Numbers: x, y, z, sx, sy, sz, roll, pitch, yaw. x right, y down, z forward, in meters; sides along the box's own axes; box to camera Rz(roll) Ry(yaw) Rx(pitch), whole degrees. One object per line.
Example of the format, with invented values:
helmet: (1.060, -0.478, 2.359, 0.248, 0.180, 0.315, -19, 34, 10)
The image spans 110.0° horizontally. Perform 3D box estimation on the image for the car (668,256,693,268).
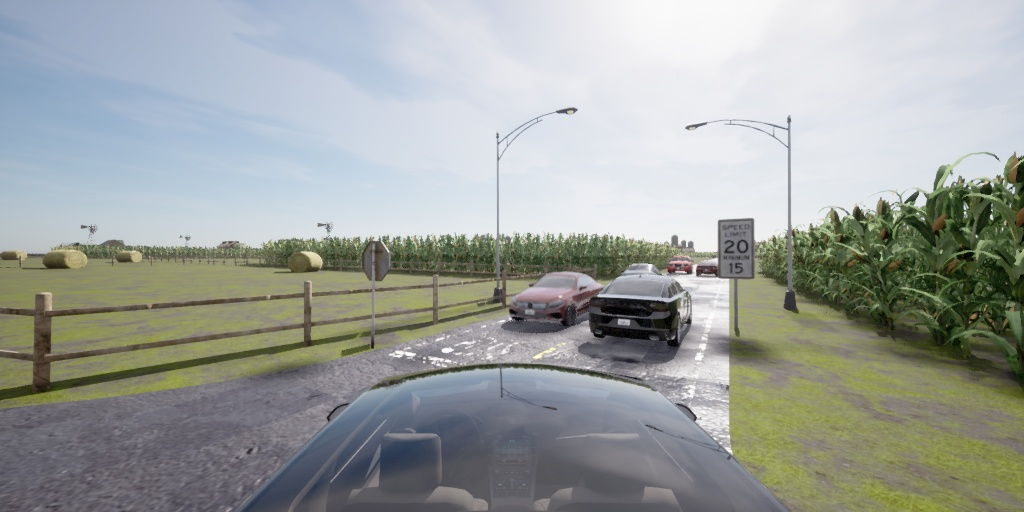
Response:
car: (19.015, 0.987, 40.357, 2.150, 2.045, 5.566, 0, 0, 31)

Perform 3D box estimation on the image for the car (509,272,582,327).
car: (1.696, 1.291, 11.928, 1.812, 1.442, 4.674, 0, 0, 31)

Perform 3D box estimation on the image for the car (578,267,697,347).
car: (3.618, 1.231, 9.601, 1.882, 1.535, 5.008, 0, 0, 31)

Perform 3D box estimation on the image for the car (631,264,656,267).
car: (8.178, 1.259, 22.628, 2.128, 1.511, 4.902, 0, 0, 31)

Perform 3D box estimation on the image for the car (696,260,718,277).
car: (19.753, 1.229, 36.133, 1.882, 1.535, 5.008, 0, 0, 32)
